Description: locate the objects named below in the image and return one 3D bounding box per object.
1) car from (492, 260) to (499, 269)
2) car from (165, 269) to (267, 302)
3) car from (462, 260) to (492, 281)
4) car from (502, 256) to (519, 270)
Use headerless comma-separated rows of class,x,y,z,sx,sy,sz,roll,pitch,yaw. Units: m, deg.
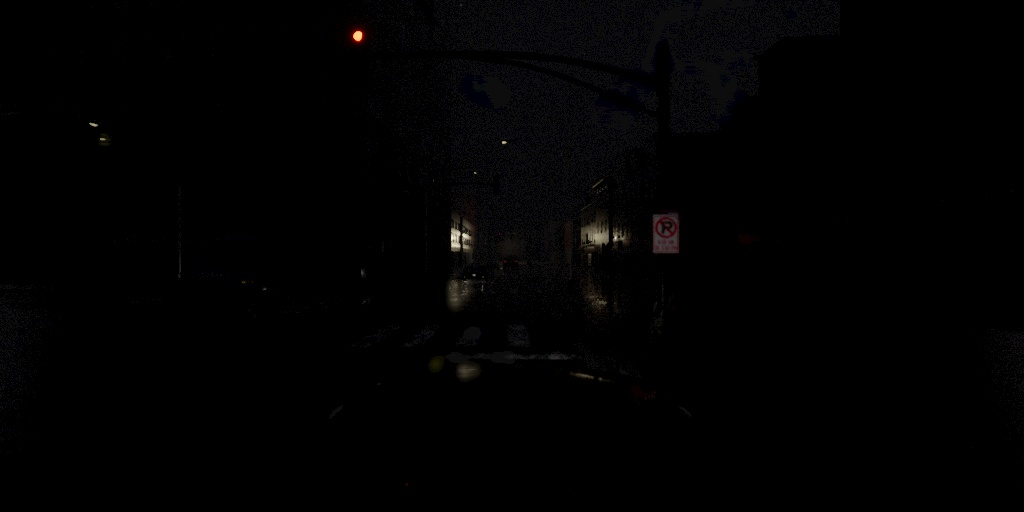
car,-3.021,1.304,56.385,2.033,1.411,5.357,0,0,0
car,-13.679,1.332,16.883,4.674,1.442,1.812,0,0,8
car,-2.958,1.313,29.794,1.994,1.385,4.181,0,0,0
car,-0.198,0.977,52.573,2.150,2.045,5.566,0,0,0
